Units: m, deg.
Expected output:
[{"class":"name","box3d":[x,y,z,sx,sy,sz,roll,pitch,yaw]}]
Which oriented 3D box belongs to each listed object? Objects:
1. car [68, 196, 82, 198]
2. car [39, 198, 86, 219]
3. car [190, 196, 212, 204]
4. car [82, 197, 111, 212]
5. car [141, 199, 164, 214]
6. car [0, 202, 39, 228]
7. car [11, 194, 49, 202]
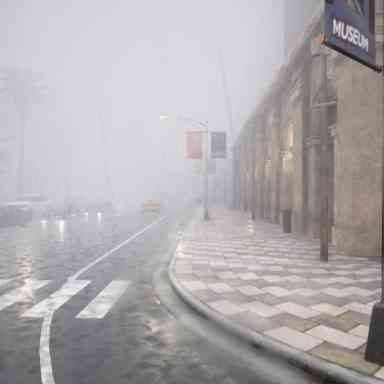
[{"class":"car","box3d":[-14.440,1.352,40.684,2.097,1.767,4.553,0,0,2]},{"class":"car","box3d":[-11.380,1.526,29.498,1.812,1.442,4.674,0,0,2]},{"class":"car","box3d":[1.819,1.501,65.670,5.008,1.535,1.882,0,-3,-42]},{"class":"car","box3d":[-10.988,1.526,39.379,1.812,1.442,4.674,0,0,2]},{"class":"car","box3d":[-4.067,1.505,35.181,1.882,1.535,5.008,0,0,2]},{"class":"car","box3d":[-11.690,1.547,20.074,2.033,1.411,5.357,0,0,2]},{"class":"car","box3d":[-14.855,1.221,30.367,2.150,2.045,5.566,0,0,2]}]
